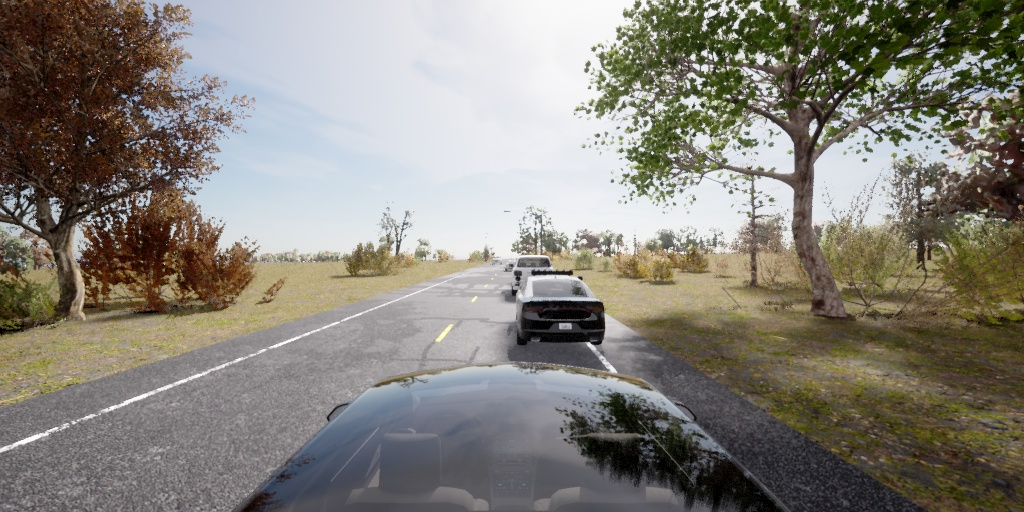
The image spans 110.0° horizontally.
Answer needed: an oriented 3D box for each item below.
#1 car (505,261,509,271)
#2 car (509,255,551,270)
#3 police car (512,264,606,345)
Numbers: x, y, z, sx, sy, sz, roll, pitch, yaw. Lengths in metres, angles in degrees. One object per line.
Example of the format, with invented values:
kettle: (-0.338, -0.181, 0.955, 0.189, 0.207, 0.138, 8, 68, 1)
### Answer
car: (0.060, 1.296, 48.258, 1.812, 1.442, 4.674, 0, 0, 1)
car: (1.059, 0.983, 19.559, 2.150, 2.045, 5.566, 0, 0, 0)
police car: (1.054, 1.179, 9.637, 1.930, 1.638, 5.238, 0, 0, 0)
